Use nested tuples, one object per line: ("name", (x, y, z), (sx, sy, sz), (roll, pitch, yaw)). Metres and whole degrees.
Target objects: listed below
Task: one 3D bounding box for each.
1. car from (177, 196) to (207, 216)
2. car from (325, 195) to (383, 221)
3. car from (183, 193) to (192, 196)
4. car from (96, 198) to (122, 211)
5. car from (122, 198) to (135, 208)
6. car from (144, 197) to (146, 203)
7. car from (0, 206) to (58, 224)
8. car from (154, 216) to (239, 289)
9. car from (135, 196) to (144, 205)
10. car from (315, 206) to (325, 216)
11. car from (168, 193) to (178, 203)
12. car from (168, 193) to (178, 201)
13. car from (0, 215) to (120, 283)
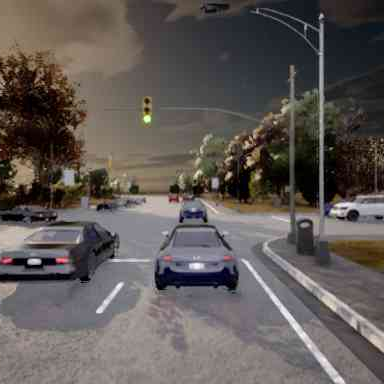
("car", (0.103, 1.420, 27.144), (2.097, 1.767, 4.553), (0, 0, 0))
("car", (14.295, 1.289, 27.129), (5.566, 2.045, 2.150), (0, 0, -3))
("car", (-0.488, 1.561, 73.622), (1.882, 1.535, 5.008), (0, 0, -4))
("car", (-10.597, 1.705, 41.957), (1.895, 1.301, 4.718), (0, 0, 0))
("car", (-10.574, 1.612, 51.060), (2.128, 1.511, 4.902), (0, 0, 0))
("car", (-10.887, 1.612, 71.296), (1.812, 1.442, 4.674), (0, 0, -2))
("car", (-12.204, 1.661, 24.259), (4.718, 1.301, 1.895), (0, 0, 24))
("car", (0.100, 1.588, 9.246), (1.994, 1.385, 4.181), (0, 0, 0))
("car", (-10.580, 1.718, 61.016), (1.895, 1.301, 4.718), (0, 0, -1))
("car", (13.941, 1.554, 30.610), (5.008, 1.535, 1.882), (0, 0, -3))
("car", (-3.940, 1.311, 72.727), (2.150, 2.045, 5.566), (0, 0, -3))
("car", (-4.731, 1.264, 83.473), (2.150, 2.045, 5.566), (0, 0, -7))
("car", (-3.480, 1.572, 9.748), (2.033, 1.411, 5.357), (0, 0, -1))
